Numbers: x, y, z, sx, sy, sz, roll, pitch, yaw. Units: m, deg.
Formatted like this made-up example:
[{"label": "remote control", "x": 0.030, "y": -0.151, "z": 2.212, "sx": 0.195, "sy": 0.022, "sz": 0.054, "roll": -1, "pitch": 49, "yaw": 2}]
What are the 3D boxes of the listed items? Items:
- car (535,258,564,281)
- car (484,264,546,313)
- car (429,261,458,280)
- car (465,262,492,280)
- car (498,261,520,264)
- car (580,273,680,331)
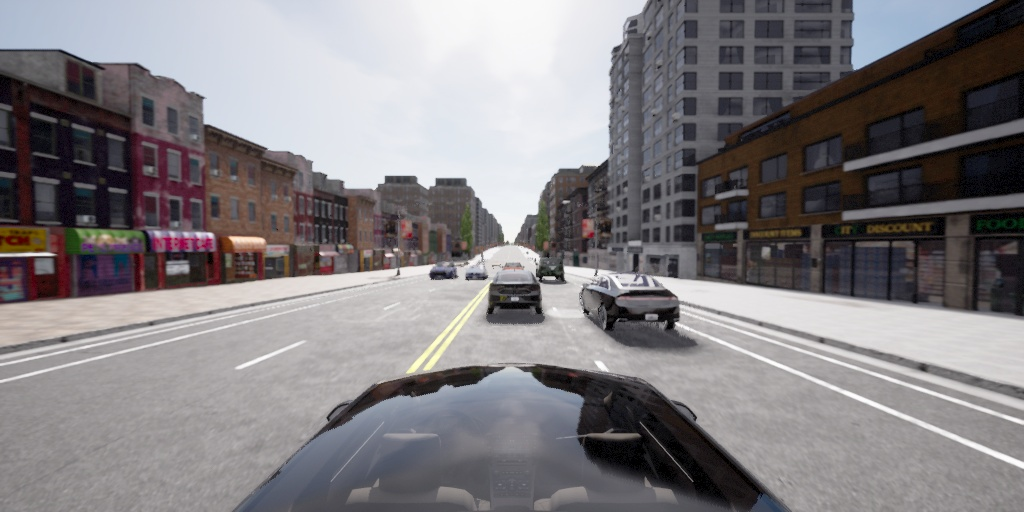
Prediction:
[{"label": "car", "x": 3.349, "y": 1.167, "z": 32.213, "sx": 2.150, "sy": 2.045, "sz": 5.566, "roll": 0, "pitch": -1, "yaw": 0}, {"label": "car", "x": 0.099, "y": 1.261, "z": 14.145, "sx": 1.882, "sy": 1.535, "sz": 5.008, "roll": 0, "pitch": 0, "yaw": 0}, {"label": "car", "x": -6.591, "y": 1.323, "z": 34.831, "sx": 2.097, "sy": 1.767, "sz": 4.553, "roll": 0, "pitch": -1, "yaw": 0}, {"label": "car", "x": -3.346, "y": 1.516, "z": 34.514, "sx": 2.033, "sy": 1.411, "sz": 5.357, "roll": 0, "pitch": -1, "yaw": 0}, {"label": "car", "x": 0.100, "y": 1.303, "z": 32.713, "sx": 2.097, "sy": 1.767, "sz": 4.553, "roll": 0, "pitch": -1, "yaw": 0}, {"label": "car", "x": 3.349, "y": 1.260, "z": 11.030, "sx": 2.128, "sy": 1.511, "sz": 4.902, "roll": 0, "pitch": 0, "yaw": 0}]
